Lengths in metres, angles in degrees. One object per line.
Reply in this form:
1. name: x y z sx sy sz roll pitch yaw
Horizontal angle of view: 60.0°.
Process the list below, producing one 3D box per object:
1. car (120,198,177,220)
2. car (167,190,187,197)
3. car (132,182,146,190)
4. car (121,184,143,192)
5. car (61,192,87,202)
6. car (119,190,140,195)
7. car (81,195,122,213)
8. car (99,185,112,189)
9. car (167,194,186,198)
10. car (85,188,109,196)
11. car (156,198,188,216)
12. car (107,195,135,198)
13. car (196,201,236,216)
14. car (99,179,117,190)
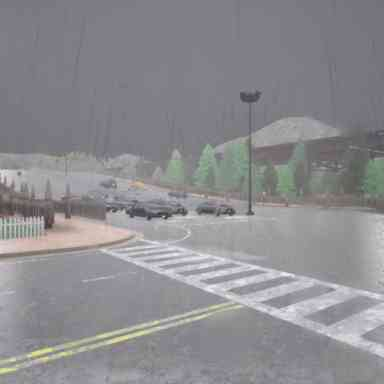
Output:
1. car: -3.832 1.543 28.257 2.033 1.411 5.357 0 0 -37
2. car: -2.857 0.374 62.116 2.128 1.511 4.902 0 5 -37
3. car: -11.943 -1.425 74.037 1.882 1.535 5.008 0 7 -37
4. car: -11.517 -0.063 61.984 1.895 1.301 4.718 0 7 -37
5. car: -16.101 0.904 44.468 1.837 1.490 4.892 0 4 -37
6. car: -9.324 1.008 47.112 1.882 1.535 5.008 0 4 -37
7. car: -9.909 1.451 36.262 2.033 1.411 5.357 0 2 -37
8. car: -15.455 0.170 55.344 1.837 1.490 4.892 0 6 -37
9. car: -3.206 1.424 39.010 1.882 1.535 5.008 0 1 -37
10. car: -14.242 0.635 47.823 2.097 1.767 4.553 0 4 -37
11. car: -2.203 1.555 31.902 1.994 1.385 4.181 0 0 -37
12. car: -8.210 1.412 39.818 1.994 1.385 4.181 0 2 -37
13. car: 2.215 1.558 31.874 1.994 1.385 4.181 0 0 -37
14. car: -17.640 -1.706 70.007 2.150 2.045 5.566 0 7 -37
